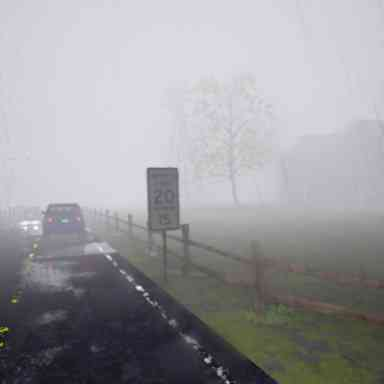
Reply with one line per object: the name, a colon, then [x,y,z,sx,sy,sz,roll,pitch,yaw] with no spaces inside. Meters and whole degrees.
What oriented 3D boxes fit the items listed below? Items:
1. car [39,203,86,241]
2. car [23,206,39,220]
car: [-7.617,1.656,19.718,2.150,2.045,5.566,-1,-1,-23]
car: [-18.747,2.451,39.214,2.128,1.511,4.902,-1,-1,-23]
